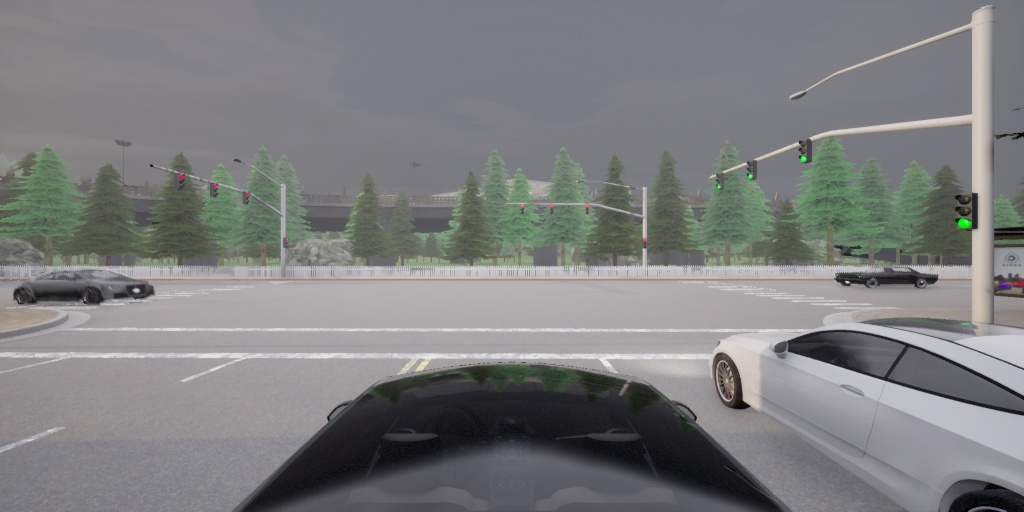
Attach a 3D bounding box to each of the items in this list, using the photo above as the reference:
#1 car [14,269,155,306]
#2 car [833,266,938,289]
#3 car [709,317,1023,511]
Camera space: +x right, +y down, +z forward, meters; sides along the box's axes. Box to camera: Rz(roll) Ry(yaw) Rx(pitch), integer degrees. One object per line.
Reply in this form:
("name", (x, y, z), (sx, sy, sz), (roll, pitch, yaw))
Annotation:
("car", (-17.617, 1.259, 14.906), (4.181, 1.385, 1.994), (0, 0, 0))
("car", (22.865, 1.295, 22.071), (4.718, 1.301, 1.895), (0, 0, 0))
("car", (3.657, 1.276, 3.168), (1.812, 1.442, 4.674), (0, 0, 2))
